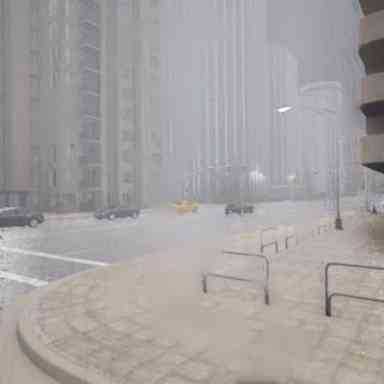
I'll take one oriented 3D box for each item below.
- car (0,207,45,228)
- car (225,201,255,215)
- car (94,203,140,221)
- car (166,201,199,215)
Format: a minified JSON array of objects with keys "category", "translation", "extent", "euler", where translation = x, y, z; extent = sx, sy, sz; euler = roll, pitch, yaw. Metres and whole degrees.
[{"category":"car","translation":[-12.920,1.872,23.341],"extent":[1.837,1.490,4.892],"euler":[-1,-1,36]},{"category":"car","translation":[5.410,1.784,37.139],"extent":[1.837,1.490,4.892],"euler":[-1,0,35]},{"category":"car","translation":[-7.095,1.873,31.702],"extent":[1.837,1.490,4.892],"euler":[-1,-1,35]},{"category":"car","translation":[-1.152,1.847,40.218],"extent":[1.882,1.535,5.008],"euler":[-1,-1,35]}]
